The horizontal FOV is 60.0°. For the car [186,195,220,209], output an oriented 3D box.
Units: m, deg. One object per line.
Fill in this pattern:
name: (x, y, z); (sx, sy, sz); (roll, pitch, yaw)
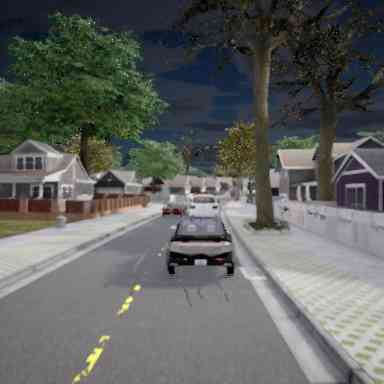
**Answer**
car: (1.007, 1.218, 26.022); (2.150, 2.045, 5.566); (0, 0, 4)

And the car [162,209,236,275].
car: (0.283, 1.499, 10.463); (2.128, 1.511, 4.902); (0, 0, 2)

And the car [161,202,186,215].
car: (-1.596, 1.584, 30.799); (1.895, 1.301, 4.718); (0, 0, 5)
